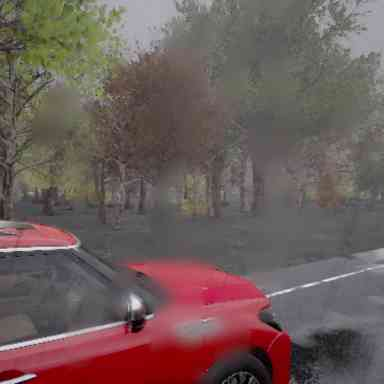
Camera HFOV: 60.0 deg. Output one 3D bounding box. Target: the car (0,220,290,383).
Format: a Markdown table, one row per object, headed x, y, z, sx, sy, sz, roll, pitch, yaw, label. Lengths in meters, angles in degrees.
| x | y | z | sx | sy | sz | roll | pitch | yaw | label |
| --- | --- | --- | --- | --- | --- | --- | --- | --- | --- |
| -1.676 | 1.221 | 2.549 | 5.566 | 2.045 | 2.150 | 0 | 0 | -35 | car |
